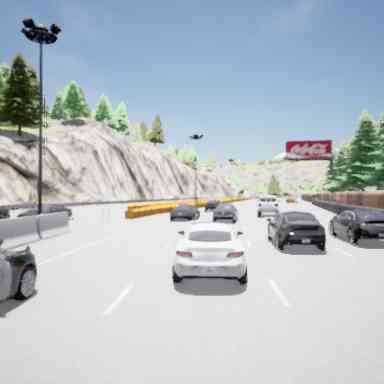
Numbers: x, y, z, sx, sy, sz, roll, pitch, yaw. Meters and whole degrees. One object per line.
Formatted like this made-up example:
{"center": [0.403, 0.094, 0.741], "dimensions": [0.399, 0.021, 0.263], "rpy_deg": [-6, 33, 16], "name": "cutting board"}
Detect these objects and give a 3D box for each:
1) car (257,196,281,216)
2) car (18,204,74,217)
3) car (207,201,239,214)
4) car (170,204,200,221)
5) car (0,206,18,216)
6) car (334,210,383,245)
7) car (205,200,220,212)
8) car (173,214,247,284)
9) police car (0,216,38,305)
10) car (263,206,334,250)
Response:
{"center": [8.078, 1.441, 35.026], "dimensions": [2.150, 2.045, 5.566], "rpy_deg": [0, 0, 14], "name": "car"}
{"center": [-11.651, 1.677, 26.870], "dimensions": [2.033, 1.411, 5.357], "rpy_deg": [0, 0, 10], "name": "car"}
{"center": [2.831, 1.712, 27.590], "dimensions": [2.033, 1.411, 5.357], "rpy_deg": [0, 0, 11], "name": "car"}
{"center": [-0.527, 1.730, 28.965], "dimensions": [1.994, 1.385, 4.181], "rpy_deg": [0, 0, 12], "name": "car"}
{"center": [-15.596, 1.599, 24.377], "dimensions": [2.128, 1.511, 4.902], "rpy_deg": [0, -1, 9], "name": "car"}
{"center": [8.186, 1.603, 16.210], "dimensions": [2.128, 1.511, 4.902], "rpy_deg": [0, 0, 7], "name": "car"}
{"center": [2.991, 1.764, 43.576], "dimensions": [1.837, 1.490, 4.892], "rpy_deg": [0, 0, 16], "name": "car"}
{"center": [0.538, 1.583, 9.697], "dimensions": [1.812, 1.442, 4.674], "rpy_deg": [0, 0, 4], "name": "car"}
{"center": [-4.434, 1.449, 5.580], "dimensions": [1.930, 1.638, 5.238], "rpy_deg": [0, 0, 2], "name": "police car"}
{"center": [4.509, 1.600, 14.828], "dimensions": [1.837, 1.490, 4.892], "rpy_deg": [0, 0, 6], "name": "car"}
